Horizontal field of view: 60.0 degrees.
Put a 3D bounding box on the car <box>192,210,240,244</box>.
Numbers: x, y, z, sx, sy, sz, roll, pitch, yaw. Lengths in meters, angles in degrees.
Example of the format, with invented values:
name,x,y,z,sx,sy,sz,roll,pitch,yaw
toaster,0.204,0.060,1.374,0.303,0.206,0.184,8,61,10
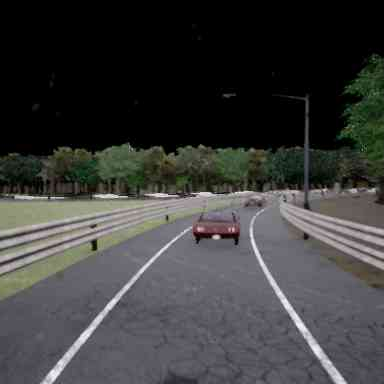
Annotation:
name,x,y,z,sx,sy,sz,roll,pitch,yaw
car,1.237,1.451,15.167,1.895,1.301,4.718,0,1,8

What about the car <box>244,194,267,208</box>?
name,x,y,z,sx,sy,sz,roll,pitch,yaw
car,7.313,1.010,38.011,1.812,1.442,4.674,0,1,21
